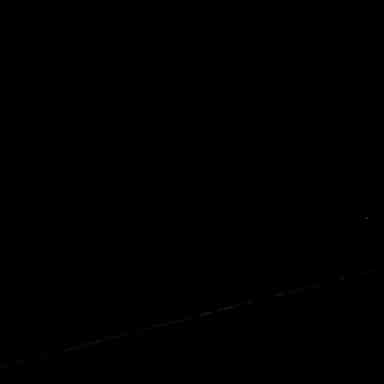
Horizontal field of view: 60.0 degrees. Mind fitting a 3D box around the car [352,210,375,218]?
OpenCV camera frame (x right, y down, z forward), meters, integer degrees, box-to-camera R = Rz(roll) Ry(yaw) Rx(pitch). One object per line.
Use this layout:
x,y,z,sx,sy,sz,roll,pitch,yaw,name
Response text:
32.274,4.092,62.628,1.882,1.535,5.008,-1,-4,-5,car
